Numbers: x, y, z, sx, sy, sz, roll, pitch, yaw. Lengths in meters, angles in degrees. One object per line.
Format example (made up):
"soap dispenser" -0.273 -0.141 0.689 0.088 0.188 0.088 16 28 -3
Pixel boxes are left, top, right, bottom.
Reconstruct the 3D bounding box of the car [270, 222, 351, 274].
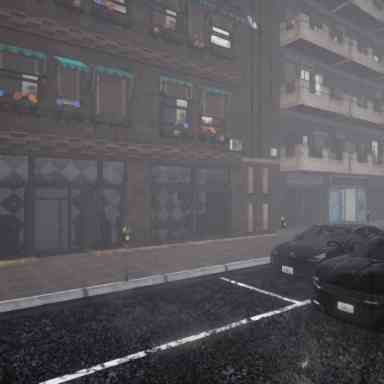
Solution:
"car" 4.150 1.566 9.542 4.313 1.339 1.947 0 0 -36

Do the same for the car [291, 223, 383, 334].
"car" 4.360 1.477 6.508 5.008 1.535 1.882 0 0 -36
